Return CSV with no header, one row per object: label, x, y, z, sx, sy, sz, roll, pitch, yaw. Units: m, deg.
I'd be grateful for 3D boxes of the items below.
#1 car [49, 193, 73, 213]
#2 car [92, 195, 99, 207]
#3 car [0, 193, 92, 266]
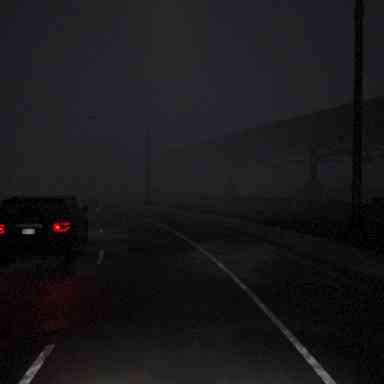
car,-13.331,1.058,33.592,2.097,1.767,4.553,-1,1,-23
car,-12.677,1.104,40.896,2.128,1.511,4.902,-1,1,-23
car,-4.885,1.111,11.415,2.150,2.045,5.566,0,1,-12
